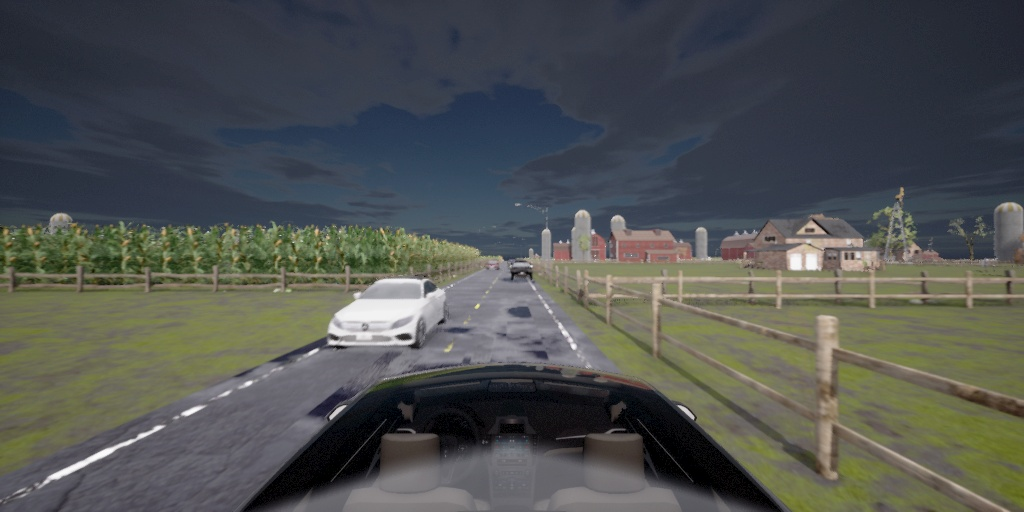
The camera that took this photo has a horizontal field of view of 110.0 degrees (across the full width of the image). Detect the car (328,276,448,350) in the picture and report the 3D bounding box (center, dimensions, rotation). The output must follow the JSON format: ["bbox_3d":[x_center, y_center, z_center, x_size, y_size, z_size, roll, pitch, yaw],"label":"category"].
[{"bbox_3d":[-2.836,1.276,9.204,1.812,1.442,4.674,0,0,0],"label":"car"}]

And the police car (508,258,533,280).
[{"bbox_3d":[0.834,1.206,31.902,1.930,1.638,5.238,0,0,0],"label":"police car"}]

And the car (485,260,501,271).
[{"bbox_3d":[-2.795,1.341,52.245,1.812,1.442,4.674,0,0,0],"label":"car"}]
